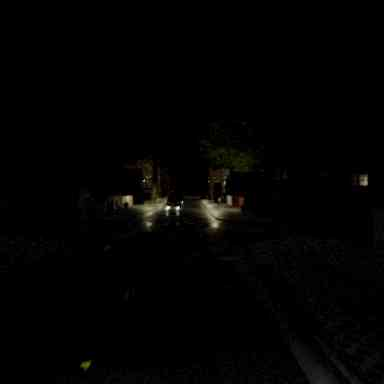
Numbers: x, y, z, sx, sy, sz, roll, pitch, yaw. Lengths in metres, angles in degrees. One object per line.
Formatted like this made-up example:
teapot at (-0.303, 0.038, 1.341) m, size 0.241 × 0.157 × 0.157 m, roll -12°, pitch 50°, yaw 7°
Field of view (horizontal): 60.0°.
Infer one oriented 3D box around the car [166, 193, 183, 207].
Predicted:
car at (-2.760, 1.412, 48.702) m, size 1.837 × 1.490 × 4.892 m, roll 0°, pitch 2°, yaw 0°

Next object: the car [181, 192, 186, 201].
car at (-2.763, 1.269, 73.229) m, size 1.837 × 1.490 × 4.892 m, roll 0°, pitch 0°, yaw 0°
